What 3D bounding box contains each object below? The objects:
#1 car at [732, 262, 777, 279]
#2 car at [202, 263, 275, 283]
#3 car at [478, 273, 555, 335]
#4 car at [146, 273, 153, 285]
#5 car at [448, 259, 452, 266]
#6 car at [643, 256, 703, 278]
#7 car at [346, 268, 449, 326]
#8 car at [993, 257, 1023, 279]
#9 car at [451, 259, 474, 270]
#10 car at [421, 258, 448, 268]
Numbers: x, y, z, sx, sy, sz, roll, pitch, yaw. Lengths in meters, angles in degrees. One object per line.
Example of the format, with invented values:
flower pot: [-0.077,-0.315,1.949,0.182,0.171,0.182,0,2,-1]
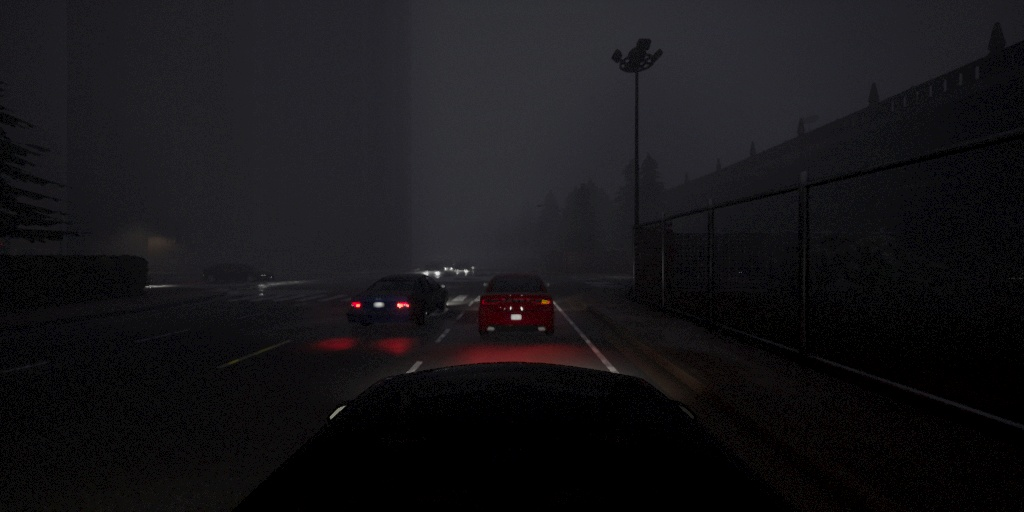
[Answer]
car: [21.653,1.291,30.986,4.892,1.490,1.837,0,0,0]
car: [-20.870,1.288,27.476,4.892,1.490,1.837,2,0,0]
car: [0.131,1.222,10.542,1.882,1.535,5.008,0,0,1]
car: [-26.833,1.355,24.004,4.181,1.385,1.994,0,0,0]
car: [-10.971,1.203,61.532,2.128,1.511,4.902,0,0,-10]
car: [15.328,1.006,34.516,5.566,2.045,2.150,0,0,0]
car: [-3.383,1.291,11.641,2.033,1.411,5.357,0,0,0]
car: [45.130,1.010,30.741,5.566,2.045,2.150,0,0,2]
car: [-7.005,1.282,51.356,1.994,1.385,4.181,0,0,0]
car: [-10.467,1.321,48.693,1.895,1.301,4.718,0,0,0]
